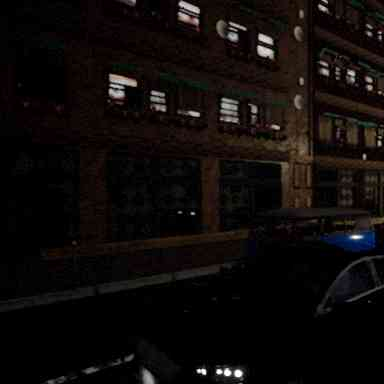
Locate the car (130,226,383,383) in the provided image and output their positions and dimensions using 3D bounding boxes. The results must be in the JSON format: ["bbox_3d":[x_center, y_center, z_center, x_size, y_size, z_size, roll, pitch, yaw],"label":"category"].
[{"bbox_3d":[1.599,1.490,4.506,4.902,1.511,2.128,0,0,-35],"label":"car"}]

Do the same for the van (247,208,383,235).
[{"bbox_3d":[3.217,1.336,8.856,3.998,1.788,1.690,0,0,-35],"label":"van"}]
